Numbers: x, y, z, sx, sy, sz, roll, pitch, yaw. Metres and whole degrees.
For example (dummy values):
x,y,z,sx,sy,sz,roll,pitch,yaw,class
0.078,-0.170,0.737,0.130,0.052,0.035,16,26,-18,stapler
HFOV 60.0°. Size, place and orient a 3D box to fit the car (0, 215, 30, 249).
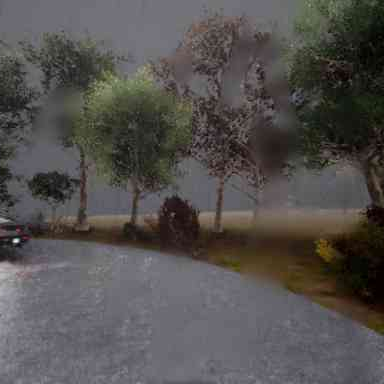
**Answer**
x,y,z,sx,sy,sz,roll,pitch,yaw,class
-9.128,1.695,14.172,4.892,1.490,1.837,-1,-2,25,car
